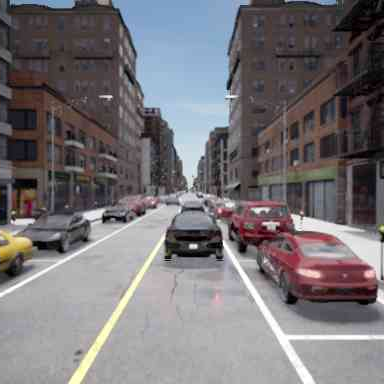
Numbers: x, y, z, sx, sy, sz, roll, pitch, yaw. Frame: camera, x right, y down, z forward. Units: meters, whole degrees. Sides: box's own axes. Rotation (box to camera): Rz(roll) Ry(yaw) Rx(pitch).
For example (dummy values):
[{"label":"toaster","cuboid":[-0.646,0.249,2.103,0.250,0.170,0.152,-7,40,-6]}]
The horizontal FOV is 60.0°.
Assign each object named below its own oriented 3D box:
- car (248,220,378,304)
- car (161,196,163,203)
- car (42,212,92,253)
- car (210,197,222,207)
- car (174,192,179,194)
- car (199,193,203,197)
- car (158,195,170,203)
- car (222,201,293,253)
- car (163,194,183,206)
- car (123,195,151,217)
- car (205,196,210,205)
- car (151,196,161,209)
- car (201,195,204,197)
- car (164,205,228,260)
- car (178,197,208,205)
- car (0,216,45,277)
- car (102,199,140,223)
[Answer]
[{"label":"car","cuboid":[2.636,1.559,7.773,1.802,1.307,4.206,0,0,0]},{"label":"car","cuboid":[-5.397,1.389,58.901,1.802,1.307,4.206,0,0,0]},{"label":"car","cuboid":[-5.390,1.524,13.447,1.947,1.339,4.313,0,0,0]},{"label":"car","cuboid":[2.633,1.361,24.816,1.967,1.590,4.097,0,0,0]},{"label":"car","cuboid":[-5.404,1.243,91.458,2.008,1.369,4.403,0,0,0]},{"label":"car","cuboid":[2.628,1.332,59.073,1.752,1.417,4.829,0,0,0]},{"label":"car","cuboid":[-5.398,1.338,64.582,2.008,1.369,4.403,0,0,0]},{"label":"car","cuboid":[2.635,1.273,13.453,2.192,1.841,5.009,0,0,0]},{"label":"car","cuboid":[-2.833,1.401,50.116,1.994,1.385,4.181,0,0,0]},{"label":"car","cuboid":[-5.393,1.217,30.491,2.192,1.841,5.009,0,0,0]},{"label":"car","cuboid":[2.632,1.434,36.179,2.008,1.369,4.403,0,0,0]},{"label":"car","cuboid":[-5.394,1.305,41.855,1.967,1.590,4.097,0,0,0]},{"label":"car","cuboid":[2.630,1.411,47.541,1.947,1.339,4.313,0,0,0]},{"label":"car","cuboid":[0.076,1.440,12.213,1.882,1.535,5.008,0,0,1]},{"label":"car","cuboid":[0.067,1.421,26.621,1.837,1.490,4.892,0,1,0]},{"label":"car","cuboid":[-5.389,1.503,7.595,1.752,1.417,4.829,0,0,0]},{"label":"car","cuboid":[-5.392,1.487,24.810,1.947,1.339,4.313,0,0,0]}]
